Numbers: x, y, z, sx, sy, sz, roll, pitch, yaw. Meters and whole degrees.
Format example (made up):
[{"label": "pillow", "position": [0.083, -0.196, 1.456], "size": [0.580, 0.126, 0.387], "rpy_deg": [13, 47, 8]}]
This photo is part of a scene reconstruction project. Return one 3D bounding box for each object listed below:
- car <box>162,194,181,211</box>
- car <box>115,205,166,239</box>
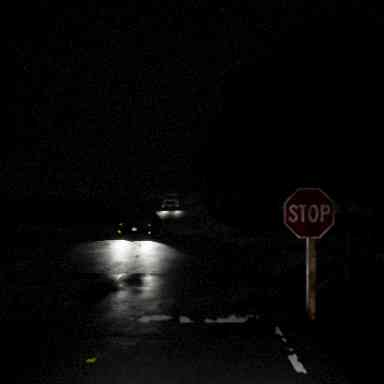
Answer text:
[{"label": "car", "position": [-2.668, 1.307, 43.449], "size": [2.150, 2.045, 5.566], "rpy_deg": [0, 0, 0]}, {"label": "car", "position": [-2.695, 1.572, 17.603], "size": [1.994, 1.385, 4.181], "rpy_deg": [2, 0, 0]}]
